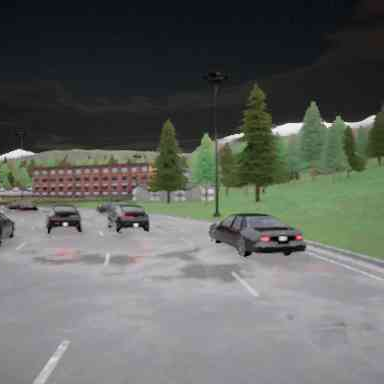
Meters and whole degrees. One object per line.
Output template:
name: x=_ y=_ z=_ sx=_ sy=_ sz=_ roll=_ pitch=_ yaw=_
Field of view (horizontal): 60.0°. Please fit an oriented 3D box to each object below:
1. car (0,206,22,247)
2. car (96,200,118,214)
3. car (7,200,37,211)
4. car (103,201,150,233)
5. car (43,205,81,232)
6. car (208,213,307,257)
car: x=-9.237 y=1.600 z=14.896 sx=2.033 sy=1.411 sz=5.357 roll=0 pitch=0 yaw=-20
car: x=-7.943 y=1.566 z=33.798 sx=2.033 sy=1.411 sz=5.357 roll=0 pitch=0 yaw=-38
car: x=-21.253 y=1.677 z=41.470 sx=4.181 sy=1.385 sz=1.994 roll=0 pitch=0 yaw=34
car: x=-3.889 y=1.509 z=19.848 sx=1.837 sy=1.490 sz=4.892 roll=1 pitch=0 yaw=-22
car: x=-7.977 y=1.540 z=20.486 sx=1.837 sy=1.490 sz=4.892 roll=1 pitch=-1 yaw=-25
car: x=2.220 y=1.513 z=12.859 sx=2.033 sy=1.411 sz=5.357 roll=0 pitch=0 yaw=-14
